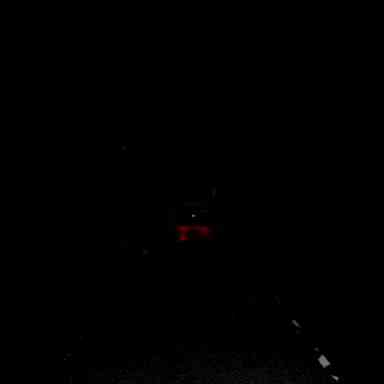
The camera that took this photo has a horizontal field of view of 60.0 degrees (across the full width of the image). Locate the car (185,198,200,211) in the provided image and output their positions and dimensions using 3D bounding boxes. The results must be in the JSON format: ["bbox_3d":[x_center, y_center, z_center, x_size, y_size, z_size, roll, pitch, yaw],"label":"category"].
[{"bbox_3d":[0.093,1.522,42.859,1.837,1.490,4.892,0,0,0],"label":"car"}]

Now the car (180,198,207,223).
[{"bbox_3d":[0.096,1.489,25.614,1.882,1.535,5.008,0,0,0],"label":"car"}]
